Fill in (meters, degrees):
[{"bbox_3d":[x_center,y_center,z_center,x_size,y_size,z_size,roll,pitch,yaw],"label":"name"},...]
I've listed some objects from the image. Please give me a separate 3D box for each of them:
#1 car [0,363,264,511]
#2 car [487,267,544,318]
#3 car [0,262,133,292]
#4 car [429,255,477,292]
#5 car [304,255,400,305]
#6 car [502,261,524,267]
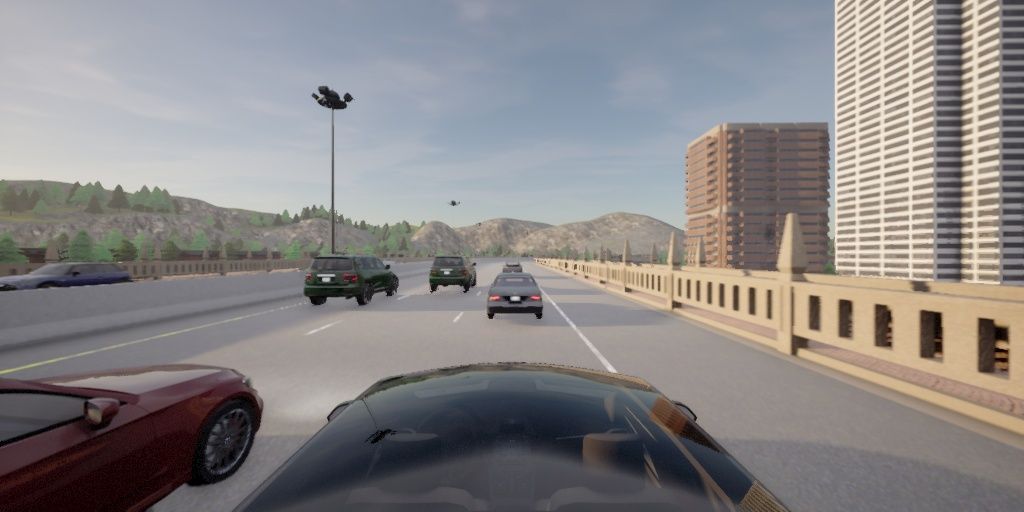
[{"bbox_3d":[-3.422,1.276,1.665,1.812,1.442,4.674,0,0,0],"label":"car"},{"bbox_3d":[0.095,1.295,13.027,2.033,1.411,5.357,0,0,0],"label":"car"},{"bbox_3d":[-21.100,1.102,16.987,2.097,1.767,4.553,0,0,0],"label":"car"},{"bbox_3d":[-3.409,0.968,21.463,2.150,2.045,5.566,0,0,0],"label":"car"},{"bbox_3d":[-6.906,0.969,16.011,2.150,2.045,5.566,0,0,0],"label":"car"},{"bbox_3d":[0.083,1.234,34.476,2.128,1.511,4.902,0,0,0],"label":"car"}]
